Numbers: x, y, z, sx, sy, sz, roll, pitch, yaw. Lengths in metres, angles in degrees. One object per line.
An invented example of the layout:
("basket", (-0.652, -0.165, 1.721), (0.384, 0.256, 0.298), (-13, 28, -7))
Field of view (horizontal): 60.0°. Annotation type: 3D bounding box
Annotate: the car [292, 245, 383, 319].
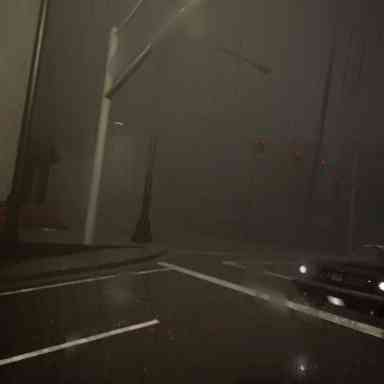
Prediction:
("car", (4.224, 1.785, 6.874), (4.718, 1.301, 1.895), (8, -5, -35))
